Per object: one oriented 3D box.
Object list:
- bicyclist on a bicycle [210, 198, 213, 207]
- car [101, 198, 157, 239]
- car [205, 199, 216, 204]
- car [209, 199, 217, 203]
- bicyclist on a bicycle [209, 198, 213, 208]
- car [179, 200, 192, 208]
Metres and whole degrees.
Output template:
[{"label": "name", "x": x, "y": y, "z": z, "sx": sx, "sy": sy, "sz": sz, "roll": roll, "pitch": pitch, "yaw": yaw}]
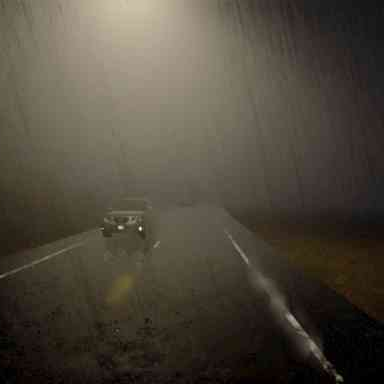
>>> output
[{"label": "bicyclist on a bicycle", "x": 3.883, "y": 2.070, "z": 65.474, "sx": 0.582, "sy": 1.620, "sz": 1.656, "roll": 0, "pitch": -1, "yaw": 5}, {"label": "car", "x": -3.311, "y": 1.347, "z": 18.538, "sx": 2.150, "sy": 2.045, "sz": 5.566, "roll": 0, "pitch": 0, "yaw": 2}, {"label": "car", "x": 4.346, "y": 2.259, "z": 80.880, "sx": 1.895, "sy": 1.301, "sz": 4.718, "roll": 0, "pitch": -1, "yaw": 6}, {"label": "car", "x": 5.964, "y": 2.527, "z": 94.915, "sx": 1.895, "sy": 1.301, "sz": 4.718, "roll": 0, "pitch": -1, "yaw": 7}, {"label": "bicyclist on a bicycle", "x": 3.162, "y": 1.960, "z": 56.527, "sx": 0.582, "sy": 1.620, "sz": 1.656, "roll": 0, "pitch": -1, "yaw": 4}, {"label": "car", "x": -1.068, "y": 2.105, "z": 60.196, "sx": 1.994, "sy": 1.385, "sz": 4.181, "roll": 0, "pitch": -1, "yaw": 5}]
